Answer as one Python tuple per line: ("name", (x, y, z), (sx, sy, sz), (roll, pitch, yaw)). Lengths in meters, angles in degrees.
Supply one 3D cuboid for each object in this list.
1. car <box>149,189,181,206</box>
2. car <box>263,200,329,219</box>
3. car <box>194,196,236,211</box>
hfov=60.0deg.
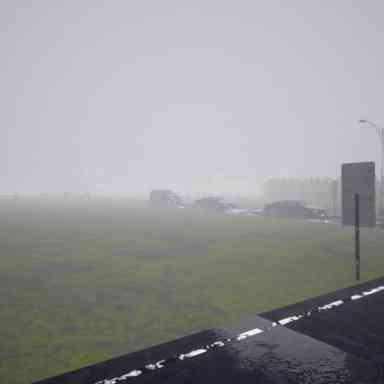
("car", (-3.645, 0.695, 44.060), (2.150, 2.045, 5.566), (-1, 1, -35))
("car", (8.324, 1.330, 27.295), (2.033, 1.411, 5.357), (-1, 1, -36))
("car", (2.345, 1.178, 35.660), (2.033, 1.411, 5.357), (-1, 1, -36))
